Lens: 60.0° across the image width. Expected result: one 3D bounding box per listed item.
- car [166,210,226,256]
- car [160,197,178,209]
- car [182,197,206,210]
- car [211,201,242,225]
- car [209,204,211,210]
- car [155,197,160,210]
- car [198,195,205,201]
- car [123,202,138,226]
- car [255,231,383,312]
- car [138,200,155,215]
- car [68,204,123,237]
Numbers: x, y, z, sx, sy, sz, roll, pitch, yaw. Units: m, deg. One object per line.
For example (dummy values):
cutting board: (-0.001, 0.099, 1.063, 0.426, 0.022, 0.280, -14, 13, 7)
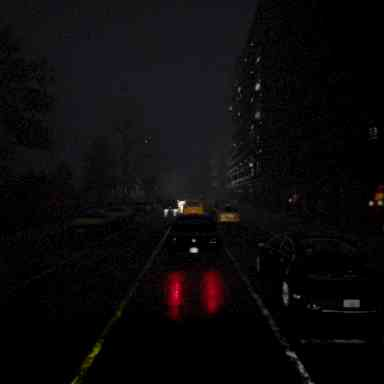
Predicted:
car: (0.081, 1.616, 13.123, 1.895, 1.301, 4.718, 0, 0, 0)
car: (-2.835, 1.600, 45.471, 2.033, 1.411, 5.357, 0, 0, 0)
car: (0.091, 1.514, 31.607, 1.882, 1.535, 5.008, 0, 0, 0)
car: (2.576, 1.553, 24.340, 1.752, 1.417, 4.829, 1, 0, 0)
car: (2.577, 1.474, 29.716, 1.967, 1.590, 4.097, 1, 0, 0)
car: (-5.305, 1.629, 40.559, 1.802, 1.307, 4.206, 1, 0, 0)
car: (2.578, 1.657, 90.709, 2.008, 1.369, 4.403, 1, 0, 0)
car: (-5.305, 1.553, 23.780, 1.752, 1.417, 4.829, 1, 0, 0)
car: (2.575, 1.559, 7.536, 2.008, 1.369, 4.403, 1, 0, 0)
car: (-5.305, 1.622, 35.023, 1.802, 1.307, 4.206, 1, 0, 0)
car: (-5.305, 1.546, 18.245, 1.752, 1.417, 4.829, 1, 0, 0)
